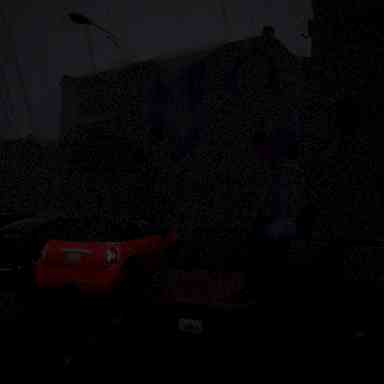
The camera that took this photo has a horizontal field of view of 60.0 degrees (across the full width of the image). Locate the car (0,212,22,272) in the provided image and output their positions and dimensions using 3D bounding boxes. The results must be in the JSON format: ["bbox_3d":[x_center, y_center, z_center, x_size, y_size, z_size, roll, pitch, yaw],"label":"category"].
[{"bbox_3d":[-4.157,1.478,10.390,2.231,1.521,4.892,0,-1,15],"label":"car"}]

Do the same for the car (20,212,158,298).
[{"bbox_3d":[-1.774,1.342,8.671,2.185,1.767,4.553,0,-1,15],"label":"car"}]

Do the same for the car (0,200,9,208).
[{"bbox_3d":[-8.942,1.259,13.819,2.435,2.045,5.566,0,-1,15],"label":"car"}]

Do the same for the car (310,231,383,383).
[{"bbox_3d":[3.023,1.473,5.303,2.097,1.535,5.008,1,-1,15],"label":"car"}]

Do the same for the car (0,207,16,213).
[{"bbox_3d":[-6.555,1.489,12.089,2.231,1.521,4.892,0,-1,15],"label":"car"}]

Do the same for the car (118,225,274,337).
[{"bbox_3d":[0.627,1.498,6.968,2.163,1.488,4.792,1,-1,15],"label":"car"}]
